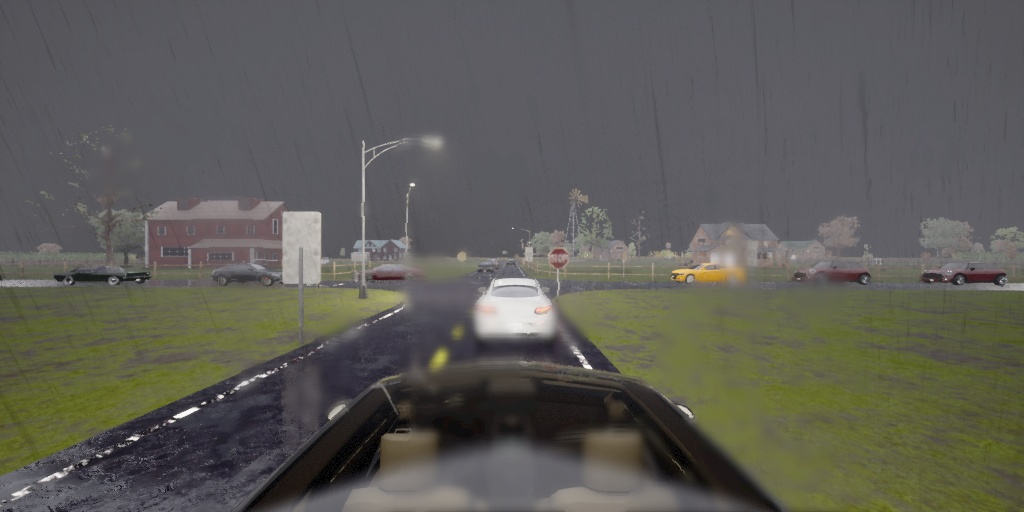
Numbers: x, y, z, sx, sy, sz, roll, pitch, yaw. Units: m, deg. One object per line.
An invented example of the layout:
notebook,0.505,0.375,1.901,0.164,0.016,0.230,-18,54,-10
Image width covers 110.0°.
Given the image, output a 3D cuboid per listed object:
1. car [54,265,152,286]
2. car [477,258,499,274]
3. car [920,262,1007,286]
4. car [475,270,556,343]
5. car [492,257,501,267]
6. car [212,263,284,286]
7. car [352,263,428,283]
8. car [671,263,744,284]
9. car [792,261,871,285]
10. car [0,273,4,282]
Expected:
car,-27.209,1.273,23.976,4.718,1.301,1.895,0,0,0
car,-2.998,1.287,42.020,2.033,1.411,5.357,0,0,0
car,33.443,1.225,26.679,4.553,1.767,2.097,0,0,0
car,0.073,1.275,9.569,1.812,1.442,4.674,0,0,0
car,-3.032,1.084,54.449,2.097,1.767,4.553,0,0,0
car,-17.303,1.224,23.944,4.674,1.442,1.812,0,0,0
car,-9.136,1.265,27.066,5.357,1.411,2.033,0,0,-21
car,14.515,1.273,26.762,5.008,1.535,1.882,0,0,0
car,23.691,1.183,26.728,4.553,1.767,2.097,0,0,0
car,-37.176,1.210,24.029,4.181,1.385,1.994,0,0,1
